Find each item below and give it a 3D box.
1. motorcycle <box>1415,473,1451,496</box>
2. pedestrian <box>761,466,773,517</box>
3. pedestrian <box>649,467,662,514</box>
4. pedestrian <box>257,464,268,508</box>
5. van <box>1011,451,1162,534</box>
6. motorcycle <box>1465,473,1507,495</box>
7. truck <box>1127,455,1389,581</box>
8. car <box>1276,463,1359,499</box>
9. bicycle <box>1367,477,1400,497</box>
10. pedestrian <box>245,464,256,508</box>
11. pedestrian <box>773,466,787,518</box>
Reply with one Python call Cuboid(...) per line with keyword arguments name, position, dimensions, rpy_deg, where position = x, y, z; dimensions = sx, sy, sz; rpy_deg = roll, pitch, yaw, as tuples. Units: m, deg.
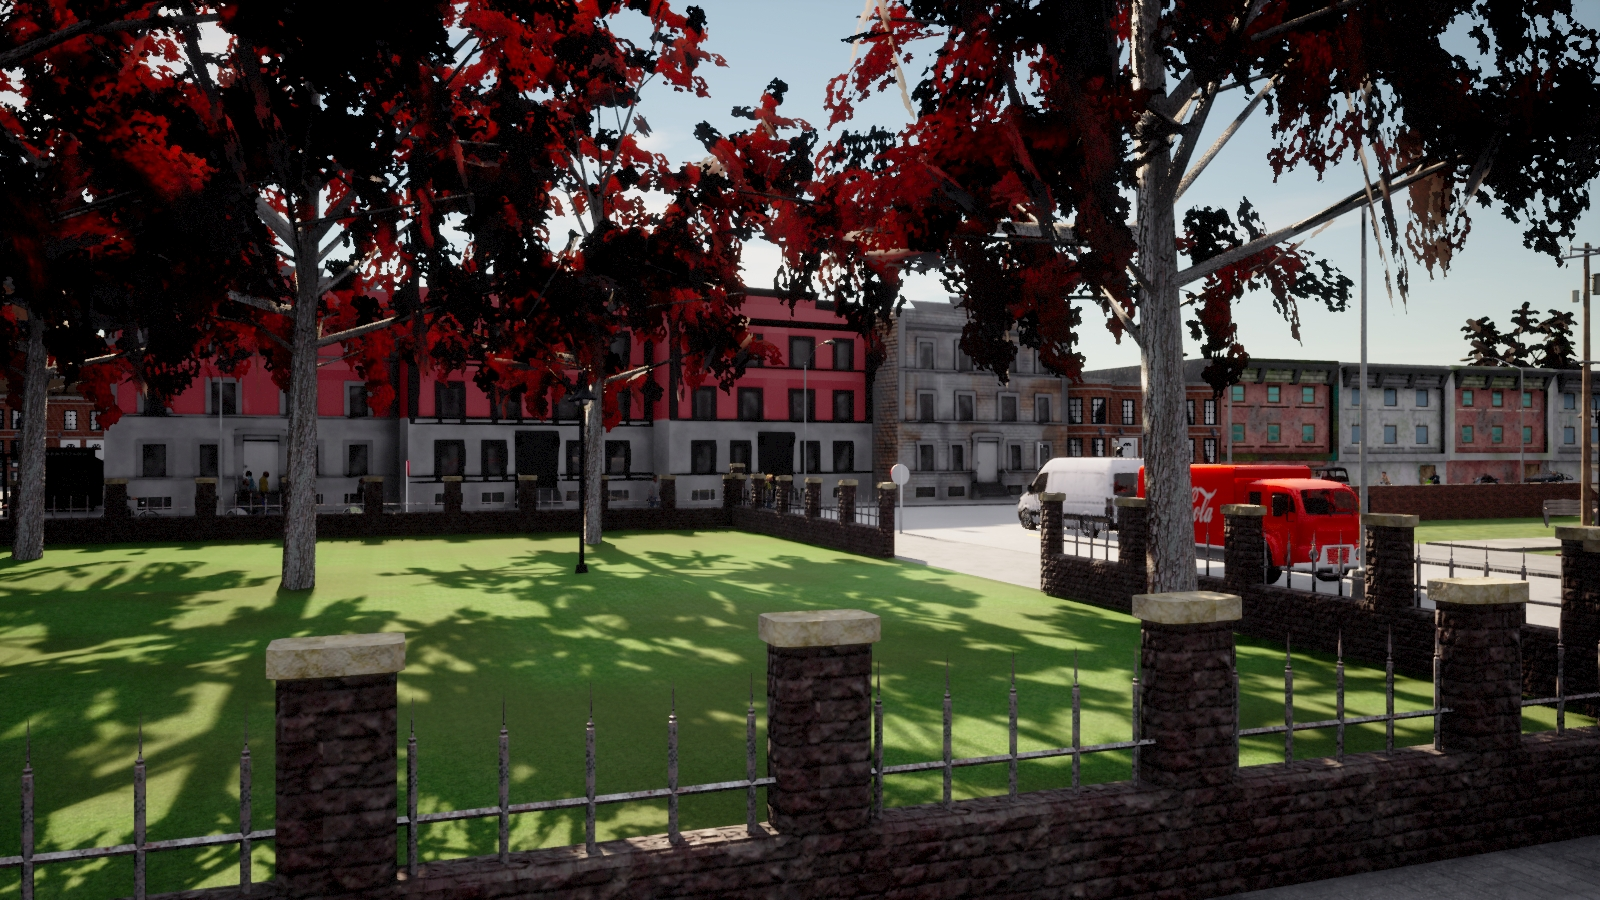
Cuboid(name="motorcycle", position=(36.002, 1.962, 64.979), dimensions=(1.805, 1.236, 0.856), rpy_deg=(0, 0, -20))
Cuboid(name="pedestrian", position=(-1.205, 1.524, 41.841), dimensions=(0.375, 1.860, 0.375), rpy_deg=(0, 0, -18))
Cuboid(name="pedestrian", position=(-5.823, 1.628, 46.103), dimensions=(0.375, 1.860, 0.375), rpy_deg=(0, 0, -42))
Cuboid(name="pedestrian", position=(-22.658, 1.524, 48.195), dimensions=(0.375, 1.860, 0.375), rpy_deg=(0, 0, -16))
Cuboid(name="van", position=(9.486, 1.315, 38.469), dimensions=(1.988, 2.561, 5.915), rpy_deg=(0, 0, -20))
Cuboid(name="motorcycle", position=(39.853, 1.985, 66.375), dimensions=(2.209, 1.251, 0.867), rpy_deg=(0, 0, -20))
Cuboid(name="truck", position=(9.964, 1.348, 25.442), dimensions=(2.627, 2.467, 5.204), rpy_deg=(0, 0, -20))
Cuboid(name="car", position=(28.140, 1.638, 62.162), dimensions=(3.866, 1.878, 1.905), rpy_deg=(0, 0, -20))
Cuboid(name="bicycle", position=(32.543, 2.036, 63.766), dimensions=(1.487, 1.080, 0.859), rpy_deg=(0, 0, -20))
Cuboid(name="pedestrian", position=(-23.435, 1.522, 48.704), dimensions=(0.375, 1.860, 0.375), rpy_deg=(0, 0, -15))
Cuboid(name="pedestrian", position=(-0.725, 1.525, 41.433), dimensions=(0.375, 1.860, 0.375), rpy_deg=(0, 0, -36))
